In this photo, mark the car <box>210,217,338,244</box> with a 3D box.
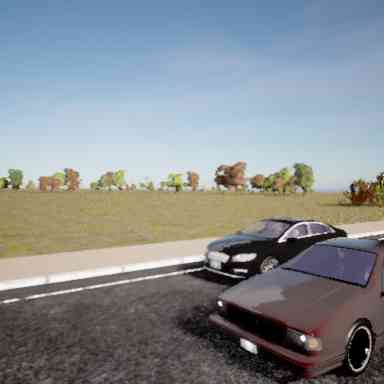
[{"bbox_3d":[2.564,1.505,9.505,4.902,1.511,2.128,0,0,-35],"label":"car"}]

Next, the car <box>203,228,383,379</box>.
[{"bbox_3d":[2.881,1.558,5.741,5.357,1.411,2.033,0,0,-36],"label":"car"}]
